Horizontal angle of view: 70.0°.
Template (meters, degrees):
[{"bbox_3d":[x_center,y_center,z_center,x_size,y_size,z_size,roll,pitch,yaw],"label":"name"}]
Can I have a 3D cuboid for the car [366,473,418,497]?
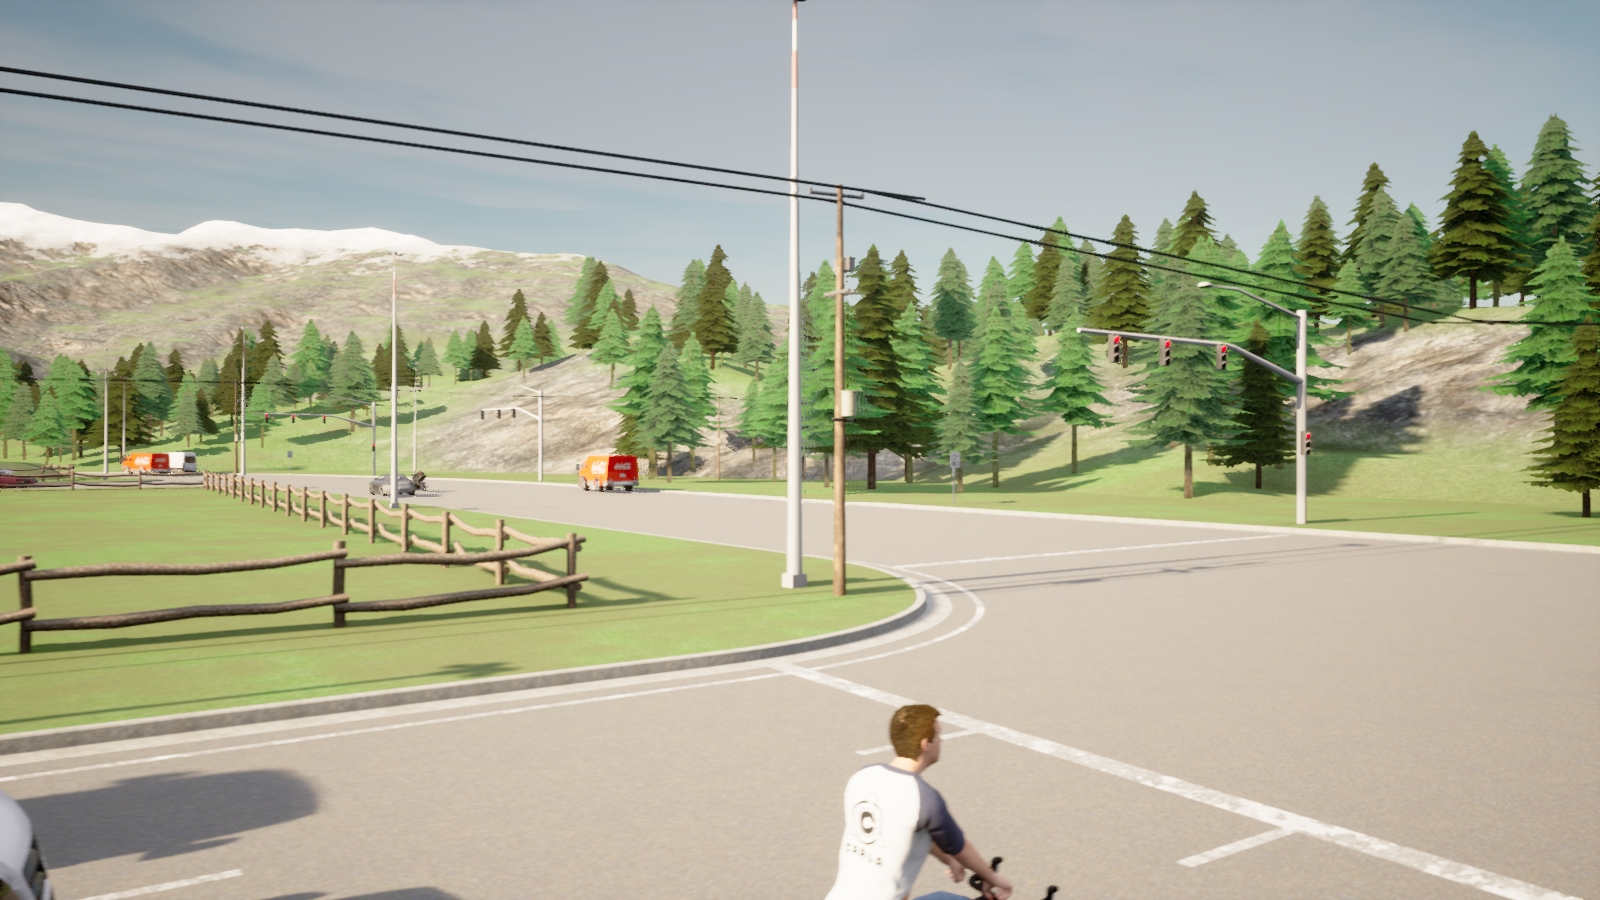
[{"bbox_3d":[-25.269,2.133,70.655,1.994,1.385,4.181,0,0,-35],"label":"car"}]

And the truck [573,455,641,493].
[{"bbox_3d":[-13.170,1.586,77.774,2.627,2.467,5.204,0,0,-35],"label":"truck"}]

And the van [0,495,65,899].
[{"bbox_3d":[-6.025,1.534,3.832,5.915,2.561,1.988,0,0,-35],"label":"van"}]

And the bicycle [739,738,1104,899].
[{"bbox_3d":[0.538,2.059,4.583,1.643,1.496,0.373,1,0,-37],"label":"bicycle"}]

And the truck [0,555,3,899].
[{"bbox_3d":[-3.958,1.567,1.094,5.204,2.467,2.627,0,0,-34],"label":"truck"}]
